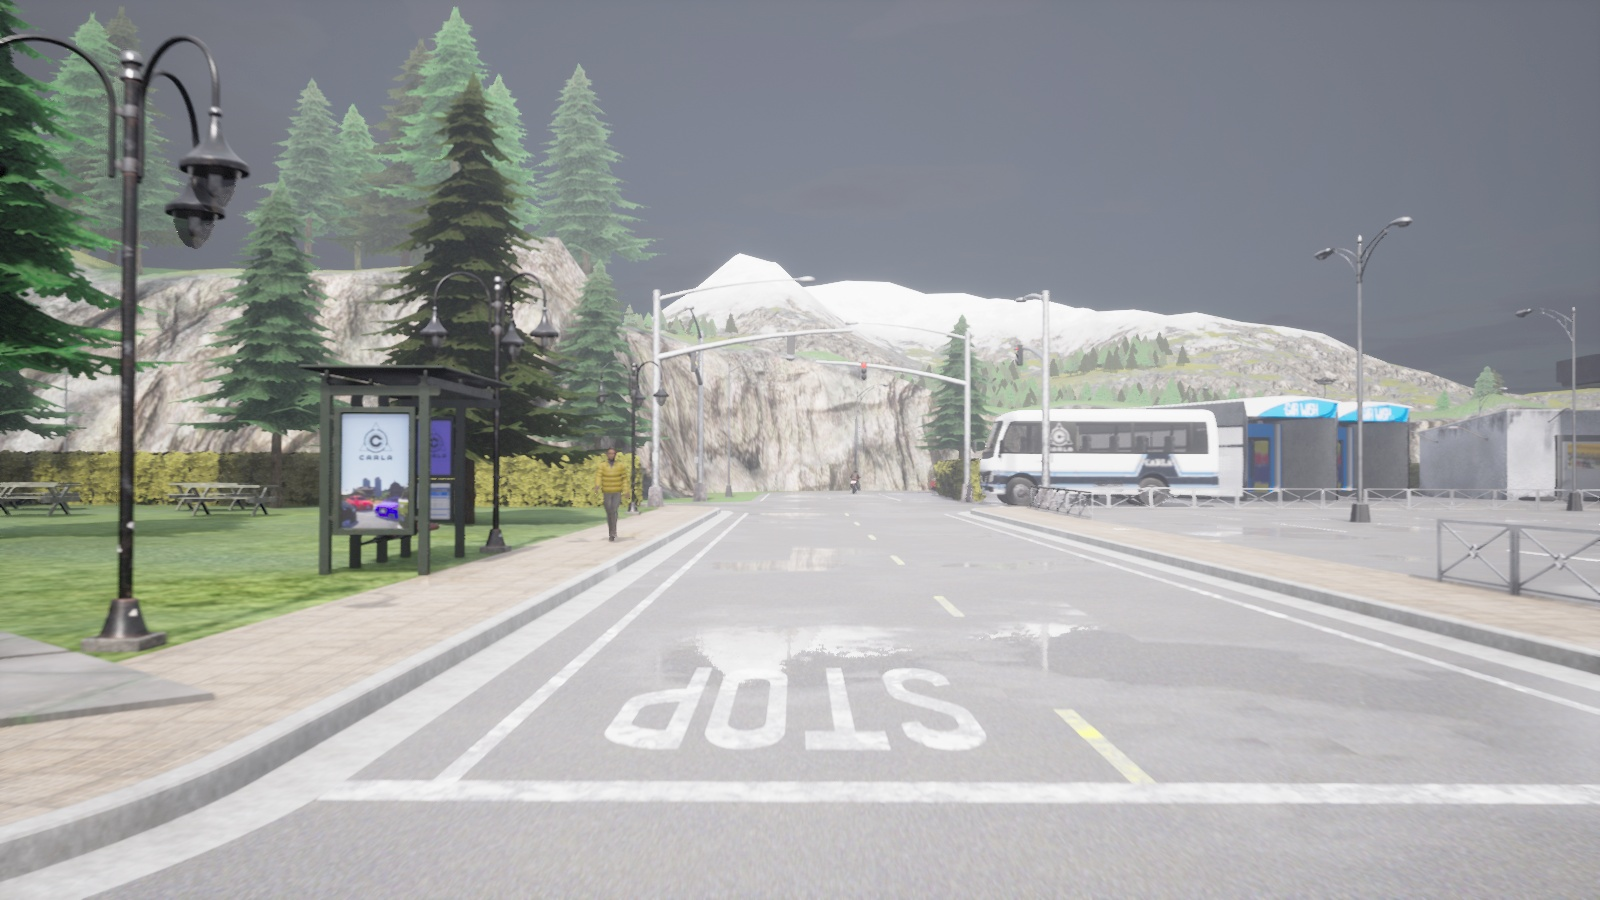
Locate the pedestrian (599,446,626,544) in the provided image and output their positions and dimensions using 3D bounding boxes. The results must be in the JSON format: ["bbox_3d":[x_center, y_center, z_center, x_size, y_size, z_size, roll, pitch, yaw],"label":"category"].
[{"bbox_3d":[-3.569,0.857,23.978,0.431,1.840,0.709,0,-1,-2],"label":"pedestrian"}]

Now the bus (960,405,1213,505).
[{"bbox_3d":[12.433,0.245,55.428,10.273,4.253,3.944,0,-1,1],"label":"bus"}]
